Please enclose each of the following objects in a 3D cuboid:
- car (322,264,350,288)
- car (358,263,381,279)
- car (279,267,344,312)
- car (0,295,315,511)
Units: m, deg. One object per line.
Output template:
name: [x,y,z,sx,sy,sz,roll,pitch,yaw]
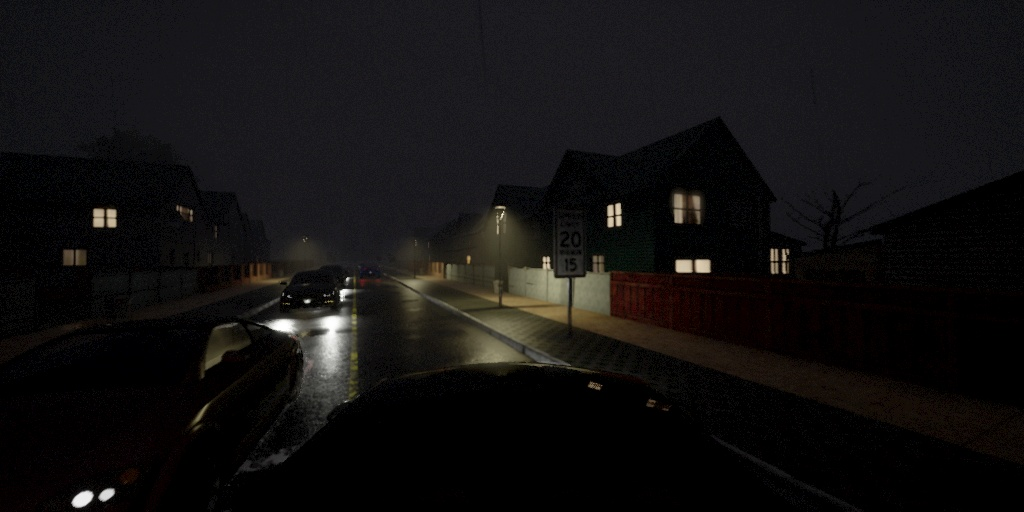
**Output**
car: [-12.614,1.415,25.099,1.837,1.490,4.892,0,0,-24]
car: [-14.578,1.455,36.780,1.882,1.535,5.008,0,0,-23]
car: [-7.989,1.350,14.523,1.837,1.490,4.892,0,-1,-24]
car: [-3.499,1.337,3.426,1.994,1.385,4.181,0,0,-18]
